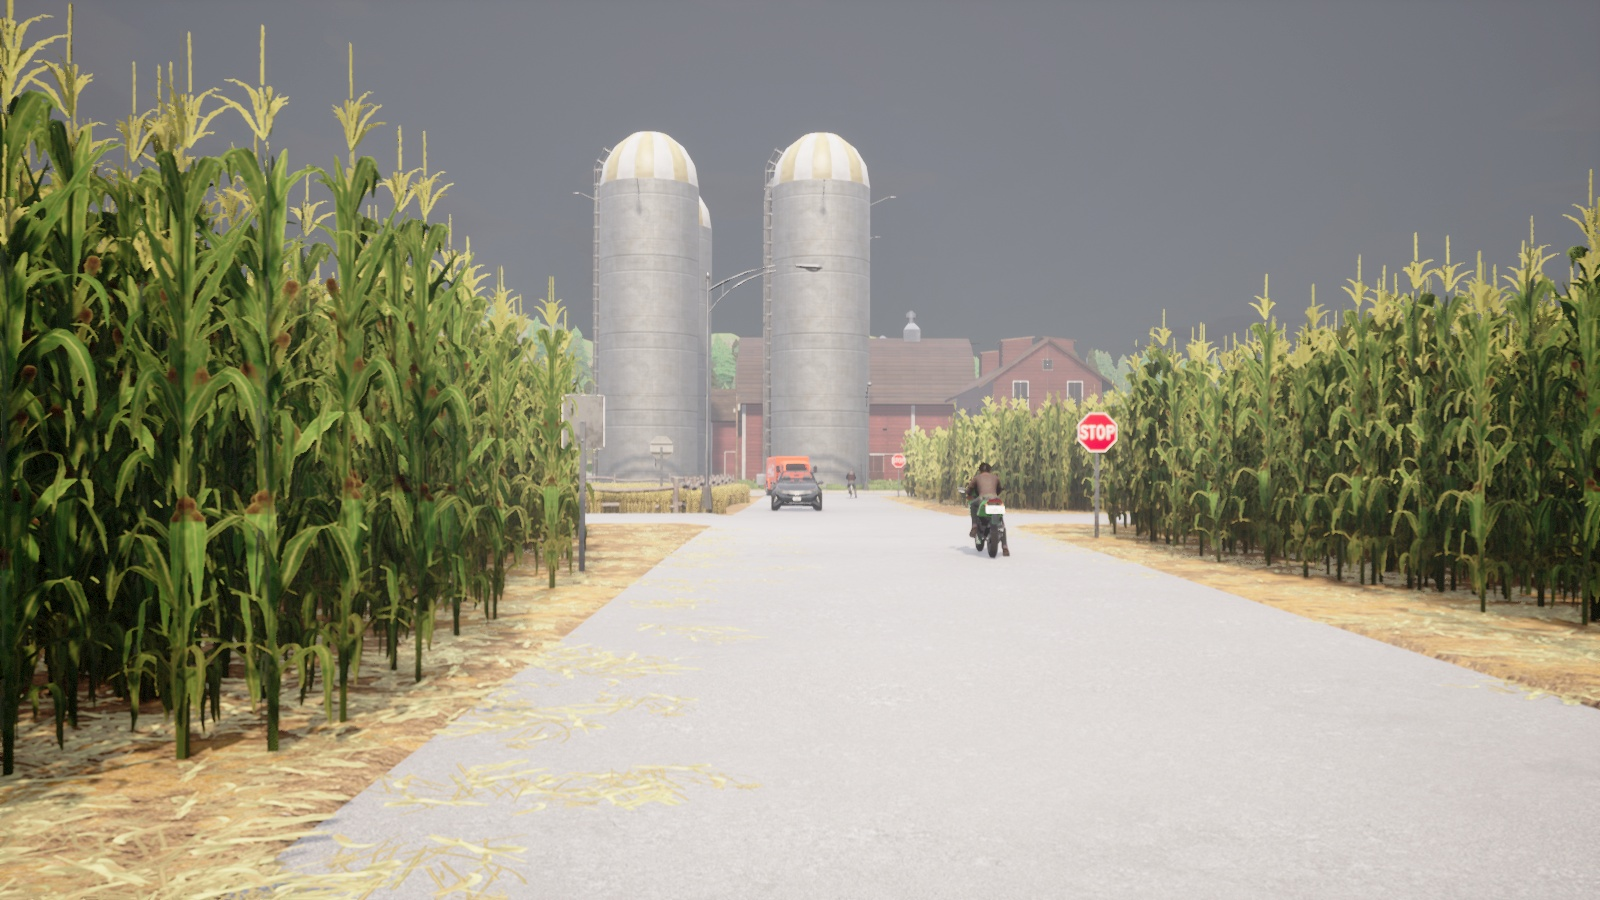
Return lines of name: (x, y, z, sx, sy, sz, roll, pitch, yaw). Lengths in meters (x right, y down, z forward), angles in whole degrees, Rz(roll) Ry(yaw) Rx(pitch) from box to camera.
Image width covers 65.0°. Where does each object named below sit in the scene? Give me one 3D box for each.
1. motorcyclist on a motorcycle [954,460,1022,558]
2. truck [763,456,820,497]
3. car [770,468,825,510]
motorcyclist on a motorcycle: (3.052, 0.933, 20.589, 0.797, 1.523, 2.044, 0, 0, 0)
truck: (-0.569, 1.613, 77.417, 2.627, 2.467, 5.204, 0, -1, -10)
car: (-0.111, 1.485, 48.016, 2.007, 1.525, 4.514, 0, -1, 0)
